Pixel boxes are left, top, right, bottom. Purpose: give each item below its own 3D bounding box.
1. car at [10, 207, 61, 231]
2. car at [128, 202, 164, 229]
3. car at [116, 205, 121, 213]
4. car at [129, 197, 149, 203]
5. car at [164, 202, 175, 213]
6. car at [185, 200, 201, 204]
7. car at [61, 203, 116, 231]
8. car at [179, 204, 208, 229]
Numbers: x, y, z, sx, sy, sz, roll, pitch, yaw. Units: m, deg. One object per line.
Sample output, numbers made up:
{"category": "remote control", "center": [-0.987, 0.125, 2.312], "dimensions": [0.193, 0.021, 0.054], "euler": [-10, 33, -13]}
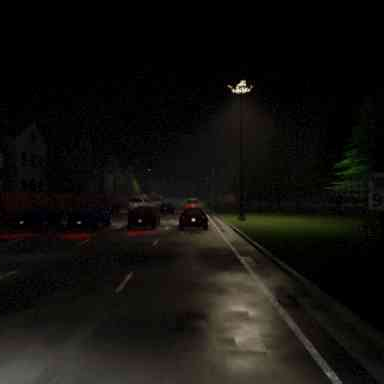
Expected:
{"category": "car", "center": [-10.397, 1.738, 22.772], "dimensions": [1.882, 1.535, 5.008], "euler": [0, -1, 0]}
{"category": "car", "center": [-3.398, 1.755, 24.242], "dimensions": [1.882, 1.535, 5.008], "euler": [0, 0, 0]}
{"category": "car", "center": [-10.396, 2.083, 42.253], "dimensions": [1.895, 1.301, 4.718], "euler": [0, -1, 0]}
{"category": "car", "center": [-6.895, 1.718, 43.349], "dimensions": [2.150, 2.045, 5.566], "euler": [0, 0, 0]}
{"category": "car", "center": [-3.396, 2.076, 44.819], "dimensions": [1.994, 1.385, 4.181], "euler": [0, -1, 0]}
{"category": "car", "center": [0.105, 1.847, 43.478], "dimensions": [2.097, 1.767, 4.553], "euler": [0, -1, 0]}
{"category": "car", "center": [-6.897, 1.739, 22.820], "dimensions": [1.882, 1.535, 5.008], "euler": [0, -1, 0]}
{"category": "car", "center": [0.102, 1.838, 23.951], "dimensions": [1.994, 1.385, 4.181], "euler": [0, -1, 0]}
